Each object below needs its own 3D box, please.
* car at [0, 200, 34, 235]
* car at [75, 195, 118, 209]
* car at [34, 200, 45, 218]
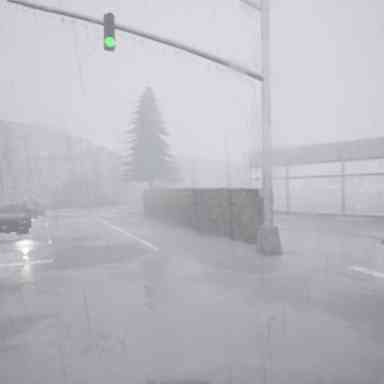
[{"bbox_3d":[-9.750,1.371,17.844,1.882,1.535,5.008,-2,1,-24],"label":"car"},{"bbox_3d":[-10.719,1.097,37.657,1.837,1.490,4.892,0,1,45],"label":"car"},{"bbox_3d":[-13.386,1.379,27.120,1.994,1.385,4.181,-1,1,-13],"label":"car"}]
